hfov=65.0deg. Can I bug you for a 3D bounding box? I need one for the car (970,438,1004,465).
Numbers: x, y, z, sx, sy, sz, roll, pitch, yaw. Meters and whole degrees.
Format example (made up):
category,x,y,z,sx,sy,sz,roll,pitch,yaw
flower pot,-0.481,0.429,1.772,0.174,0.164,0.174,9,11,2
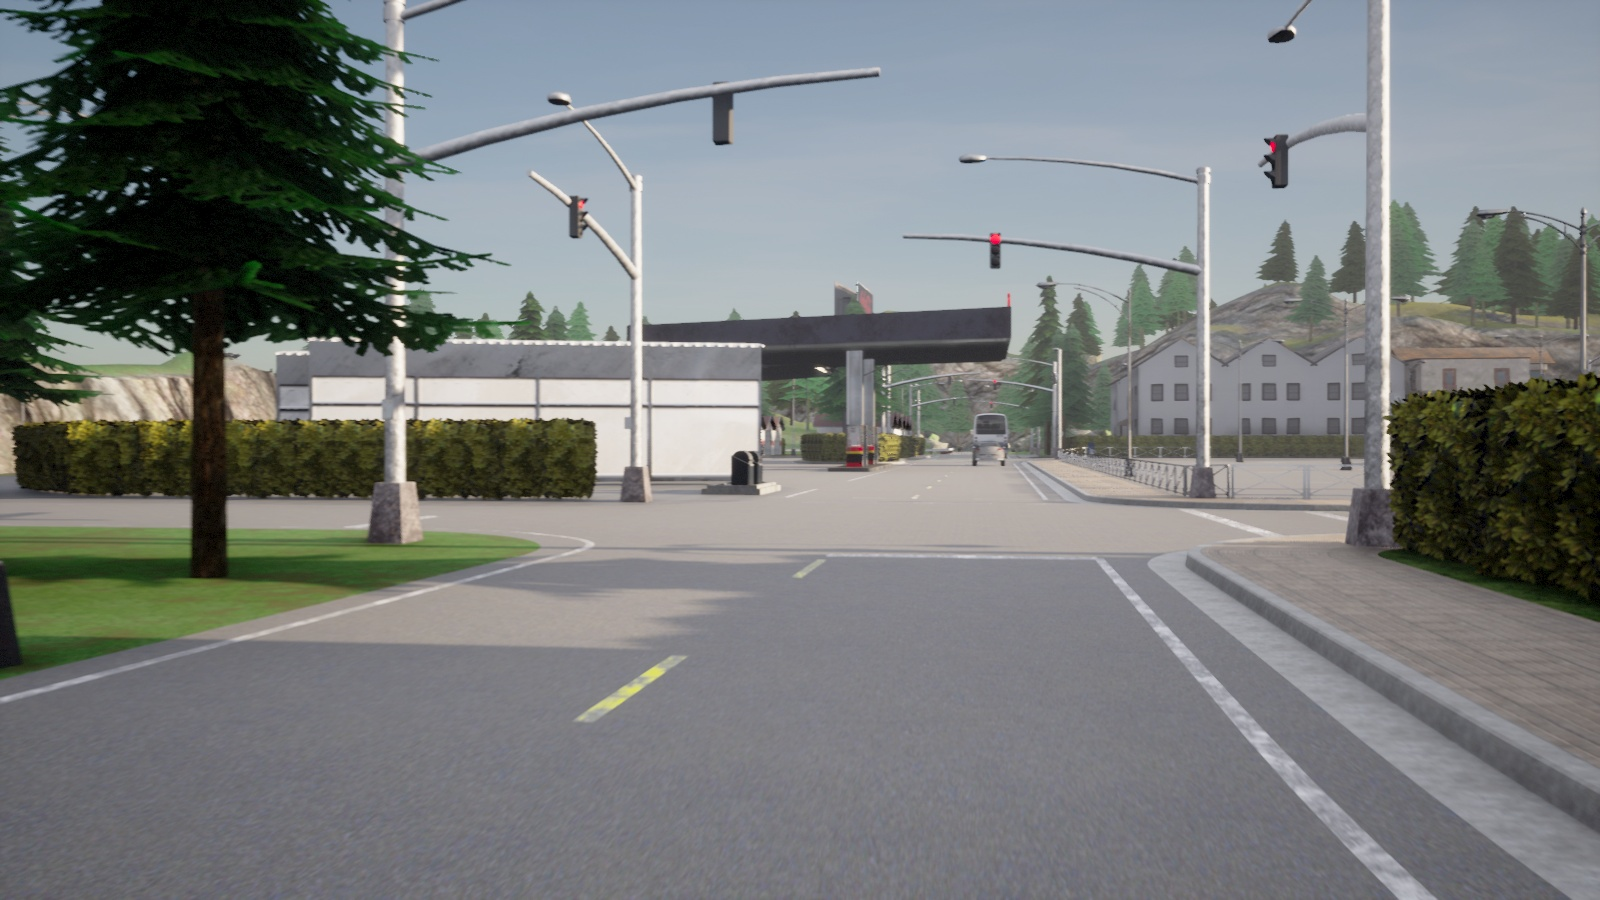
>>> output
category,x,y,z,sx,sy,sz,roll,pitch,yaw
car,12.249,0.082,82.208,2.152,1.651,5.027,0,0,9
